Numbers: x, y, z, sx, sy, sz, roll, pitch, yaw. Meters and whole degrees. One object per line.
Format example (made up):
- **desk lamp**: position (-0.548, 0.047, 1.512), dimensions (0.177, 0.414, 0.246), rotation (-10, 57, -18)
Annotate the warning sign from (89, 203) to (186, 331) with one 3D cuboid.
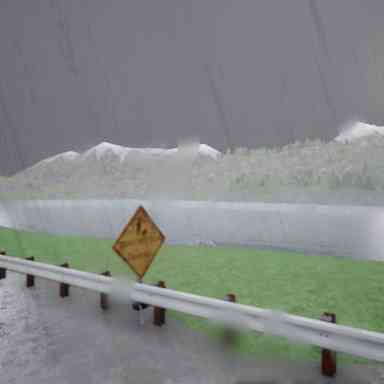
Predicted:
- **warning sign**: position (-0.917, 1.153, 5.810), dimensions (1.060, 1.860, 1.300), rotation (-1, 0, 35)
